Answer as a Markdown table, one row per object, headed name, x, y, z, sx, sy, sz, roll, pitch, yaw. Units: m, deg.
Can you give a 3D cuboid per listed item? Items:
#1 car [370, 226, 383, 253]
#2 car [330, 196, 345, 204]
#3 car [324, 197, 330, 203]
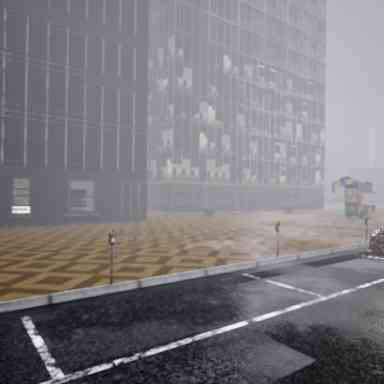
| name | x | y | z | sx | sy | sz | roll | pitch | yaw |
| --- | --- | --- | --- | --- | --- | --- | --- | --- | --- |
| car | 8.499 | 1.508 | 12.580 | 4.097 | 1.590 | 1.967 | 0 | 1 | -36 |
| car | 35.774 | 1.872 | 77.830 | 2.192 | 1.841 | 5.009 | 1 | -1 | -35 |
| car | 32.583 | 2.023 | 82.372 | 1.967 | 1.590 | 4.097 | 1 | -1 | -35 |
